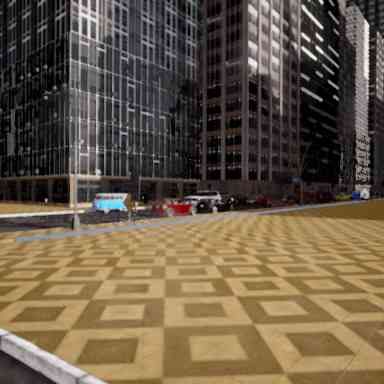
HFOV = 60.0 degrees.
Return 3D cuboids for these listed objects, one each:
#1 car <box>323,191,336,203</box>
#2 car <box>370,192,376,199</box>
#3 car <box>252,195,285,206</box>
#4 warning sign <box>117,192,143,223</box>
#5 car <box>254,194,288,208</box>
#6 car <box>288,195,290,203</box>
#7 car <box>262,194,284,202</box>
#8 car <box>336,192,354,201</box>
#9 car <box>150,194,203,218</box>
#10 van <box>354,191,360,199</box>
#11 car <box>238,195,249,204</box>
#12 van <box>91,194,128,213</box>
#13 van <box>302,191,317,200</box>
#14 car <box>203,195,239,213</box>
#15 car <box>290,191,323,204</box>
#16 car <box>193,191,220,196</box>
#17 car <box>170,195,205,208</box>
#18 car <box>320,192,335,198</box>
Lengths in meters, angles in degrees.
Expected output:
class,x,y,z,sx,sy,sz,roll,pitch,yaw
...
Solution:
class,x,y,z,sx,sy,sz,roll,pitch,yaw
car,20.688,0.813,53.325,2.192,1.841,5.009,1,1,41
car,39.173,0.826,74.946,2.008,1.369,4.403,1,1,41
car,10.503,1.129,45.494,2.033,1.411,5.357,0,1,41
warning sign,-3.906,0.949,20.933,1.300,1.860,1.060,0,0,41
car,9.594,1.215,40.359,1.802,1.307,4.206,1,1,41
car,16.790,0.996,52.921,2.128,1.511,4.902,0,1,41
car,14.330,1.015,58.791,1.947,1.339,4.313,1,1,41
car,28.192,0.933,62.104,1.752,1.417,4.829,1,1,41
car,-1.403,1.209,27.309,1.967,1.590,4.097,1,1,41
van,35.478,0.661,70.619,1.690,1.788,3.998,1,1,41
car,6.934,1.104,50.143,1.947,1.339,4.313,1,1,41
van,-7.944,1.059,32.927,1.690,1.788,3.998,1,1,41
van,25.424,0.656,71.757,1.690,1.788,3.998,1,1,41
car,2.250,1.289,31.671,1.947,1.339,4.313,1,1,41
car,16.991,0.858,49.002,2.192,1.841,5.009,1,1,41
car,1.242,0.868,39.498,2.150,2.045,5.566,0,1,41
car,-0.466,1.173,41.504,1.887,1.381,4.507,1,1,41
car,32.818,0.792,80.408,1.947,1.339,4.313,1,1,41
